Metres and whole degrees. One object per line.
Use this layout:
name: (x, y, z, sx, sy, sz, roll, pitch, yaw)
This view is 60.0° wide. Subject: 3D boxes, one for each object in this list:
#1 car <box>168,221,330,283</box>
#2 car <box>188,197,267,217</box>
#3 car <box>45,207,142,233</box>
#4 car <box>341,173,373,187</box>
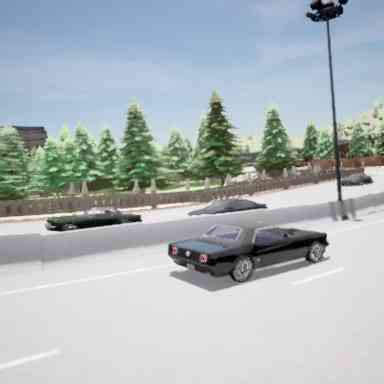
car: (1.777, 1.465, 9.312, 4.718, 1.301, 1.895, -2, 1, -35)
car: (2.017, 1.109, 18.324, 5.008, 1.535, 1.882, -3, 2, -35)
car: (-5.134, 1.491, 17.524, 4.718, 1.301, 1.895, -2, 1, -35)
car: (19.504, -1.461, 39.323, 4.181, 1.385, 1.994, -9, 5, -35)
